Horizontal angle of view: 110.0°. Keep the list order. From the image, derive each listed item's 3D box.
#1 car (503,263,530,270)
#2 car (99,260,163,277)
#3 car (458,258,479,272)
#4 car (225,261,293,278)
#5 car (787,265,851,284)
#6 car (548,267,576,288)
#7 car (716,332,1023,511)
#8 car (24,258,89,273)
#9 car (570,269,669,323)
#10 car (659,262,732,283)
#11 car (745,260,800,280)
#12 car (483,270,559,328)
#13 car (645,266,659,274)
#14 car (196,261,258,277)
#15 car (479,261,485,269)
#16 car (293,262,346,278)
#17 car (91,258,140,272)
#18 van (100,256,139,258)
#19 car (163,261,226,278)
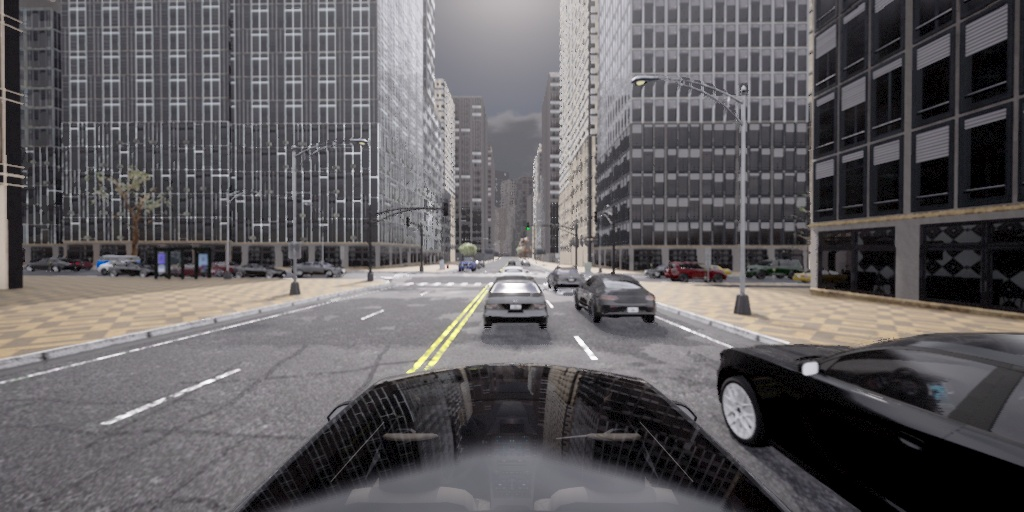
[{"bbox_3d":[0.095,1.395,23.054,1.812,1.442,4.674,0,0,0],"label":"car"},{"bbox_3d":[-34.104,1.259,32.643,4.313,1.339,1.948,0,0,1],"label":"car"},{"bbox_3d":[-6.612,1.253,53.560,2.150,2.045,5.566,0,0,0],"label":"car"},{"bbox_3d":[-22.739,1.362,32.339,4.313,1.339,1.948,0,0,1],"label":"car"},{"bbox_3d":[27.634,1.761,31.625,4.829,1.417,1.751,0,0,1],"label":"car"},{"bbox_3d":[3.344,1.415,22.733,2.033,1.411,5.357,0,0,0],"label":"car"},{"bbox_3d":[3.345,1.231,2.247,1.882,1.535,5.008,0,0,0],"label":"car"},{"bbox_3d":[-49.576,0.999,38.790,4.892,1.490,1.837,0,1,1],"label":"car"},{"bbox_3d":[3.349,1.335,12.229,1.812,1.442,4.674,0,0,0],"label":"car"},{"bbox_3d":[16.186,1.453,31.820,5.009,1.841,2.192,0,0,1],"label":"car"},{"bbox_3d":[27.103,1.396,37.413,5.566,2.045,2.150,0,1,1],"label":"car"},{"bbox_3d":[0.100,1.354,11.622,2.033,1.411,5.357,0,0,0],"label":"car"},{"bbox_3d":[16.437,1.573,37.600,4.902,1.511,2.128,0,1,1],"label":"car"},{"bbox_3d":[-27.905,1.248,35.153,4.674,1.442,1.812,1,1,1],"label":"car"},{"bbox_3d":[-6.581,1.572,63.476,2.128,1.511,4.902,0,0,0],"label":"car"},{"bbox_3d":[-18.808,1.295,34.970,4.902,1.511,2.128,1,1,1],"label":"car"},{"bbox_3d":[-37.954,1.158,35.363,4.674,1.442,1.812,1,1,2],"label":"car"},{"bbox_3d":[-45.298,0.848,41.301,3.998,1.789,1.690,0,0,1],"label":"van"},{"bbox_3d":[-28.424,1.327,32.471,4.207,1.307,1.802,0,0,1],"label":"car"}]
